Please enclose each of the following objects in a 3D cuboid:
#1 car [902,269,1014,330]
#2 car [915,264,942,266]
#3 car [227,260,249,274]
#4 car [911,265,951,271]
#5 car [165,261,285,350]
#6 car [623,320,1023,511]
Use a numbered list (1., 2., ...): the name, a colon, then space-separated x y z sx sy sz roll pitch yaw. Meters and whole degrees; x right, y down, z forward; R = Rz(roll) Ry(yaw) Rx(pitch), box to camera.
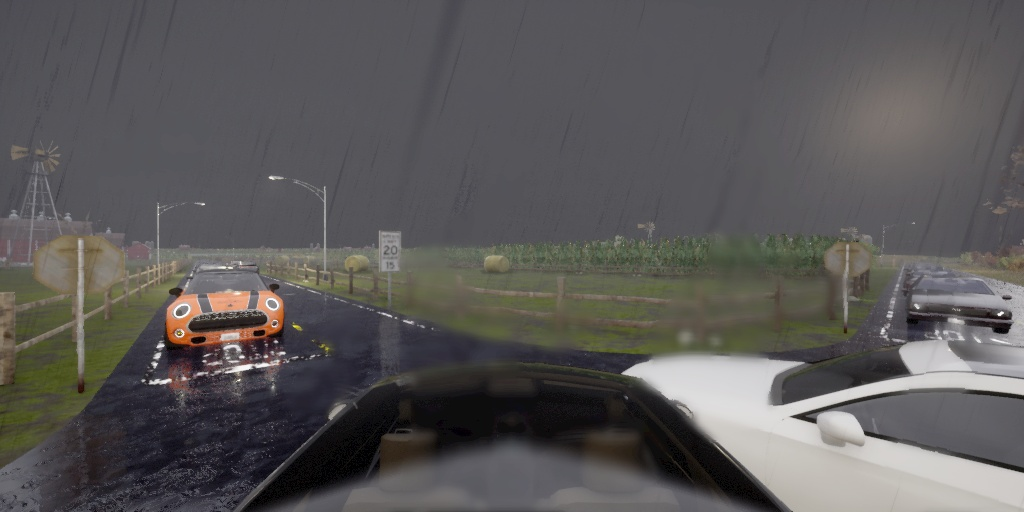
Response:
1. car: 13.642 1.333 11.163 5.357 1.411 2.033 0 1 -42
2. car: 28.690 1.305 24.777 4.902 1.511 2.128 0 1 -42
3. car: -33.211 1.269 43.389 1.837 1.490 4.892 0 0 -41
4. car: 21.050 1.361 17.870 4.181 1.385 1.994 0 1 -43
5. car: -7.466 1.137 9.427 2.097 1.767 4.553 0 0 -39
6. car: 2.861 1.293 2.215 1.812 1.442 4.674 0 1 -43
